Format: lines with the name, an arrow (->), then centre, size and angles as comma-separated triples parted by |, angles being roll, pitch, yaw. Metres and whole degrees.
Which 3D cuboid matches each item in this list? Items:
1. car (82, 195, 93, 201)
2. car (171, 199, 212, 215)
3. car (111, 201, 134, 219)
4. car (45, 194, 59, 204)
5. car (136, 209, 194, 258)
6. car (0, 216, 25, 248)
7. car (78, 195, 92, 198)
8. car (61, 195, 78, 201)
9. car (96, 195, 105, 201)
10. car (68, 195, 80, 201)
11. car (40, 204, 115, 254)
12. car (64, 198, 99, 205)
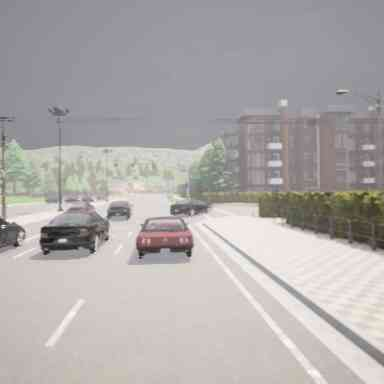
car -> -28.167, 1.644, 89.540 | 1.837, 1.490, 4.892 | -1, 0, -5
car -> 0.032, 1.398, 30.466 | 1.882, 1.535, 5.008 | -2, -1, 33
car -> -6.241, 1.528, 29.082 | 1.837, 1.490, 4.892 | -1, 1, -6
car -> -30.111, 1.505, 72.661 | 2.150, 2.045, 5.566 | -1, 0, -5
car -> -1.040, 1.583, 12.804 | 1.895, 1.301, 4.718 | -1, 0, -5
car -> -8.051, 1.595, 12.610 | 1.837, 1.490, 4.892 | -1, 0, -5
car -> -23.154, 1.764, 73.502 | 1.895, 1.301, 4.718 | -1, 0, -5
car -> -26.634, 1.820, 73.133 | 1.895, 1.301, 4.718 | -1, 0, -5
car -> -24.686, 1.587, 89.906 | 1.837, 1.490, 4.892 | -1, 0, -5
car -> -31.647, 1.701, 89.164 | 1.837, 1.490, 4.892 | -1, 0, -5
car -> -4.648, 1.514, 13.841 | 1.882, 1.535, 5.008 | -1, 0, -5
car -> -9.830, 1.601, 29.665 | 1.812, 1.442, 4.674 | -1, 0, -7
